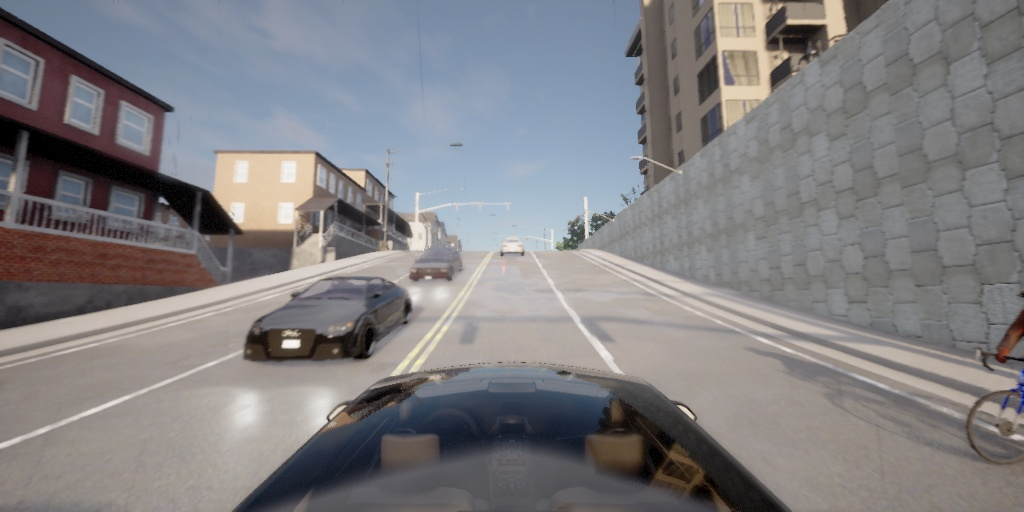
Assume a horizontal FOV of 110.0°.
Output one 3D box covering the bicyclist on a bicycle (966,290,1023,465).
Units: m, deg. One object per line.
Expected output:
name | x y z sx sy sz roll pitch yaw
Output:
bicyclist on a bicycle | 4.930 1.091 3.243 1.656 1.620 0.582 0 0 0

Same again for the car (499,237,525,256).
car | 0.035 -0.826 29.219 1.812 1.442 4.674 0 5 0

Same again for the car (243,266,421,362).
car | -3.604 1.147 7.826 1.994 1.385 4.181 0 3 0

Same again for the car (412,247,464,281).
car | -3.604 0.293 18.051 2.033 1.411 5.357 0 6 0
